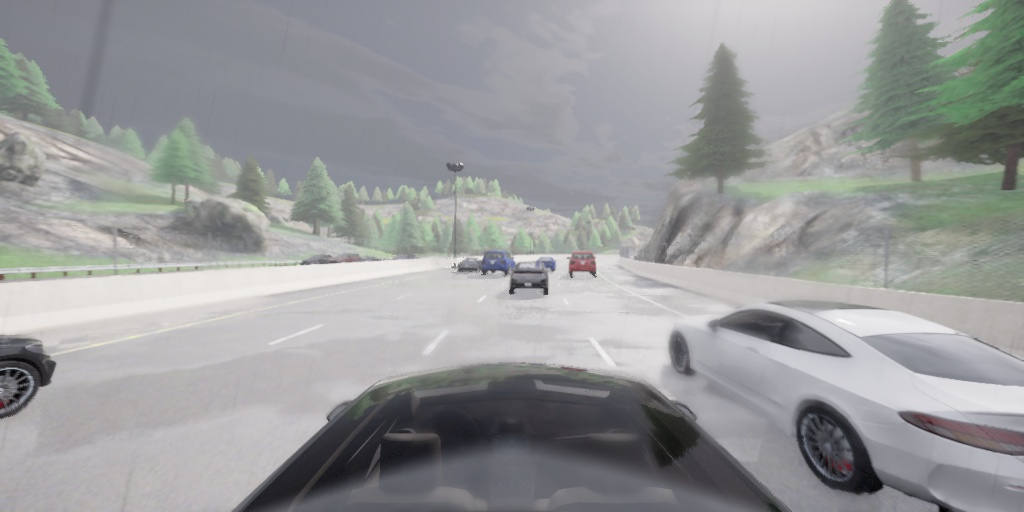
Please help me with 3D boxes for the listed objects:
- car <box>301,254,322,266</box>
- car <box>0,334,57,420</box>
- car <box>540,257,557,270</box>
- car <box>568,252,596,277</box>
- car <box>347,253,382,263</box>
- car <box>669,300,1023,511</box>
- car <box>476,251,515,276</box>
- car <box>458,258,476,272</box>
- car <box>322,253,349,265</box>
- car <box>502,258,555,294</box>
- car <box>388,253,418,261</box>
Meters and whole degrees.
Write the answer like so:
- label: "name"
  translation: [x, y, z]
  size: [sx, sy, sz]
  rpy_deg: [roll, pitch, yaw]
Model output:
- label: "car"
  translation: [-23.673, 0.539, 44.284]
  size: [1.837, 1.490, 4.892]
  rpy_deg: [0, 1, 12]
- label: "car"
  translation: [-6.863, 1.216, 2.653]
  size: [1.812, 1.442, 4.674]
  rpy_deg: [0, 1, 0]
- label: "car"
  translation: [3.573, 0.793, 37.052]
  size: [1.882, 1.535, 5.008]
  rpy_deg: [0, 1, 11]
- label: "car"
  translation: [5.949, 0.639, 30.493]
  size: [2.150, 2.045, 5.566]
  rpy_deg: [0, 1, 9]
- label: "car"
  translation: [-16.953, 0.672, 42.236]
  size: [1.994, 1.385, 4.181]
  rpy_deg: [1, 1, 11]
- label: "car"
  translation: [3.641, 1.266, 4.380]
  size: [1.812, 1.442, 4.674]
  rpy_deg: [0, 1, 1]
- label: "car"
  translation: [-1.098, 0.587, 30.825]
  size: [2.150, 2.045, 5.566]
  rpy_deg: [0, 1, 9]
- label: "car"
  translation: [-3.847, 0.853, 35.191]
  size: [1.994, 1.385, 4.181]
  rpy_deg: [0, 1, 10]
- label: "car"
  translation: [-20.249, 0.420, 43.598]
  size: [2.097, 1.767, 4.553]
  rpy_deg: [1, 1, 12]
- label: "car"
  translation: [0.962, 1.031, 18.462]
  size: [2.128, 1.511, 4.902]
  rpy_deg: [0, 1, 6]
- label: "car"
  translation: [-13.135, 0.470, 43.432]
  size: [2.097, 1.767, 4.553]
  rpy_deg: [1, 1, 12]
